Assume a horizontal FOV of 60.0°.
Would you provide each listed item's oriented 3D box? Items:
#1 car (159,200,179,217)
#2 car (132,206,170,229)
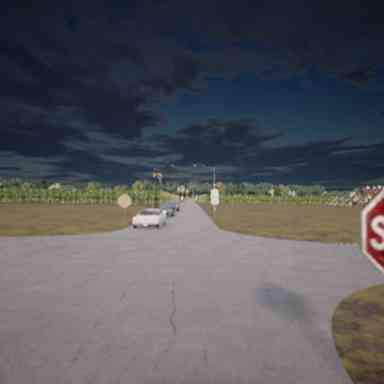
[{"bbox_3d":[-2.877,1.986,36.866,2.128,1.511,4.902,0,-1,0],"label":"car"},{"bbox_3d":[-3.027,1.911,24.304,1.895,1.301,4.718,0,-1,2],"label":"car"}]
